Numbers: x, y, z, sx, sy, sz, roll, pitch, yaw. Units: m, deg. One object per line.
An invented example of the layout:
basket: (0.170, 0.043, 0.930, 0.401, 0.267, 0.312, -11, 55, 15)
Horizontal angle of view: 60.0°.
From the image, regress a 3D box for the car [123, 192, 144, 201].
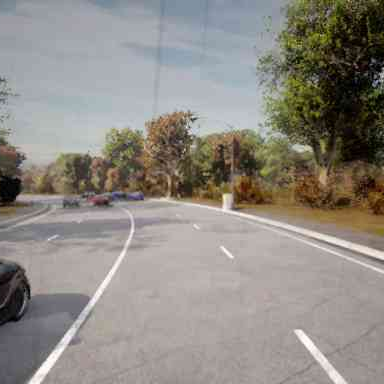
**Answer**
car: (-9.272, 0.691, 54.146, 1.812, 1.442, 4.674, -2, 2, -28)

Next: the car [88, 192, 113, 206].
car: (-11.774, 1.086, 42.614, 1.895, 1.301, 4.718, -2, 1, -22)

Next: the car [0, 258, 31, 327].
car: (-3.810, 1.517, 4.229, 1.994, 1.385, 4.181, 0, 1, -2)

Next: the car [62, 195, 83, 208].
car: (-14.966, 1.114, 41.148, 1.837, 1.490, 4.892, -2, 1, -21)

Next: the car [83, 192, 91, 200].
car: (-20.685, 0.754, 66.856, 2.128, 1.511, 4.902, -3, 2, -35)

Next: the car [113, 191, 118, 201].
car: (-14.710, 0.791, 57.036, 1.812, 1.442, 4.674, -3, 2, -30)

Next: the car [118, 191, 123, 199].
car: (-14.032, 0.572, 62.916, 1.882, 1.535, 5.008, -3, 2, -33)
